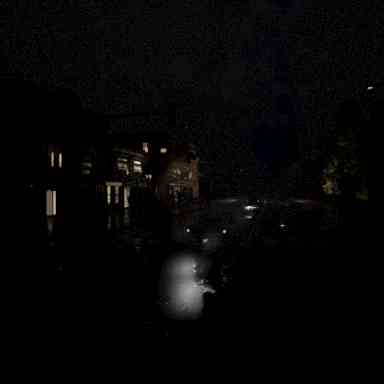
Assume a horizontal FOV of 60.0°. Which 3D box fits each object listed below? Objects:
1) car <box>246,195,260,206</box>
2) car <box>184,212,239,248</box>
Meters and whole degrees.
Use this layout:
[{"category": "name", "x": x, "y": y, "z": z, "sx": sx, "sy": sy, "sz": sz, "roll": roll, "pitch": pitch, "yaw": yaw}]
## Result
[{"category": "car", "x": 9.899, "y": 1.336, "z": 53.488, "sx": 2.097, "sy": 1.767, "sz": 4.553, "roll": 0, "pitch": 0, "yaw": 13}, {"category": "car", "x": 1.024, "y": 1.600, "z": 15.066, "sx": 1.895, "sy": 1.301, "sz": 4.718, "roll": 0, "pitch": 0, "yaw": 13}]
